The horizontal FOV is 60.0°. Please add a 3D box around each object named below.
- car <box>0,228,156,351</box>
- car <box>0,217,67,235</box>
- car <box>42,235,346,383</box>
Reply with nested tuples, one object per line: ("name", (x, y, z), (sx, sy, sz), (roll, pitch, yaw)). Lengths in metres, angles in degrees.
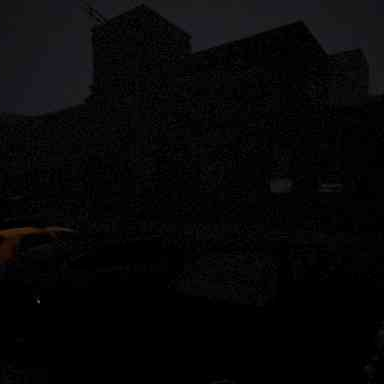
("car", (-1.321, 1.510, 6.341), (2.163, 1.488, 4.792), (0, 0, 36))
("car", (-3.489, 1.478, 8.086), (1.946, 1.575, 5.366), (0, 0, 36))
("car", (0.824, 1.481, 4.776), (2.097, 1.535, 5.008), (0, 0, 36))
